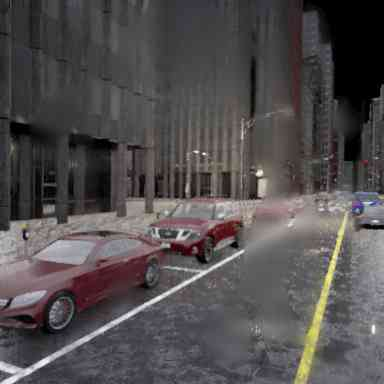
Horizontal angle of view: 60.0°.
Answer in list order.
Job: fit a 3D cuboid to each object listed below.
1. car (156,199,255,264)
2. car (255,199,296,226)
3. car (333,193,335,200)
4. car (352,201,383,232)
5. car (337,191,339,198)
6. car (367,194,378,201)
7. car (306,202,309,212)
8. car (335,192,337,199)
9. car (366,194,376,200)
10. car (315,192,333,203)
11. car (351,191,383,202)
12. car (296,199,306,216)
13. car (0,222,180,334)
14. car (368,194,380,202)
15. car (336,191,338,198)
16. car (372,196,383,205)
[{"bbox_3d":[0.366,1.183,11.725,2.192,1.841,5.009,1,1,26],"label":"car"},{"bbox_3d":[5.280,1.354,21.832,1.887,1.381,4.507,1,1,26],"label":"car"},{"bbox_3d":[26.803,1.095,66.067,1.752,1.417,4.829,1,1,26],"label":"car"},{"bbox_3d":[10.270,1.460,18.772,1.994,1.385,4.181,1,1,27],"label":"car"},{"bbox_3d":[34.201,1.020,81.272,1.752,1.417,4.829,1,1,26],"label":"car"},{"bbox_3d":[39.482,1.185,72.644,1.887,1.381,4.507,1,1,26],"label":"car"},{"bbox_3d":[10.196,1.334,31.936,1.802,1.307,4.206,1,1,26],"label":"car"},{"bbox_3d":[29.343,1.088,71.288,1.887,1.381,4.507,1,1,26],"label":"car"},{"bbox_3d":[44.413,1.143,82.780,2.008,1.369,4.403,1,1,26],"label":"car"},{"bbox_3d":[21.947,0.936,56.081,2.192,1.841,5.009,1,1,26],"label":"car"},{"bbox_3d":[14.576,1.066,27.748,2.150,2.045,5.566,1,1,26],"label":"car"},{"bbox_3d":[7.738,1.363,26.884,1.802,1.307,4.206,1,1,26],"label":"car"},{"bbox_3d":[-2.095,1.480,6.676,1.802,1.307,4.206,1,1,26],"label":"car"},{"bbox_3d":[37.016,1.210,67.575,1.887,1.381,4.507,1,1,26],"label":"car"},{"bbox_3d":[31.809,1.084,76.357,1.947,1.339,4.313,1,1,26],"label":"car"},{"bbox_3d":[29.619,1.294,52.372,2.008,1.369,4.403,1,1,26],"label":"car"}]
